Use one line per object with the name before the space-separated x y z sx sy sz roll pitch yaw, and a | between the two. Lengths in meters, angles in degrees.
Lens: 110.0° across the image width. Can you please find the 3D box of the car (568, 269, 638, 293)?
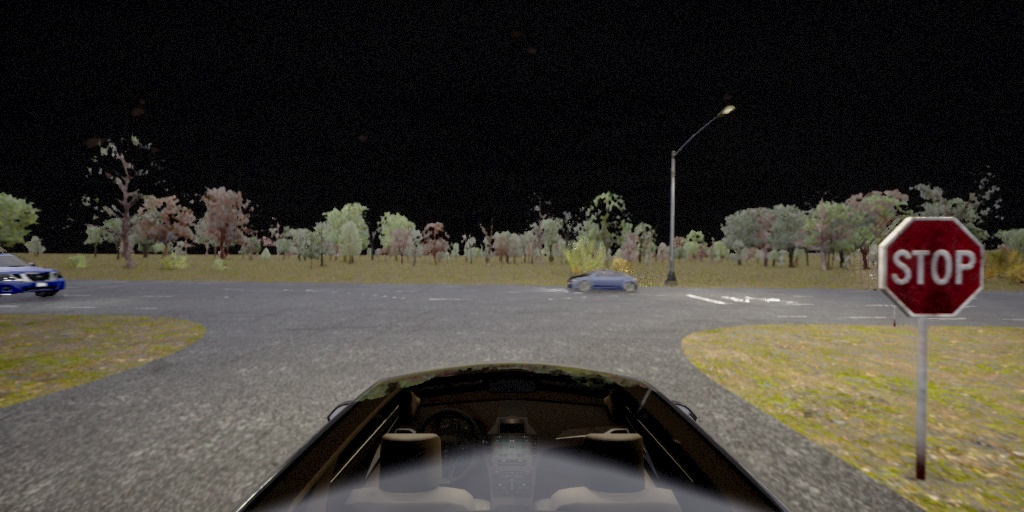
car | 5.583 1.524 22.265 4.181 1.385 1.994 1 0 0

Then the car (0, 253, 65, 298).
car | -23.009 0.852 15.458 5.566 2.045 2.150 1 0 0
